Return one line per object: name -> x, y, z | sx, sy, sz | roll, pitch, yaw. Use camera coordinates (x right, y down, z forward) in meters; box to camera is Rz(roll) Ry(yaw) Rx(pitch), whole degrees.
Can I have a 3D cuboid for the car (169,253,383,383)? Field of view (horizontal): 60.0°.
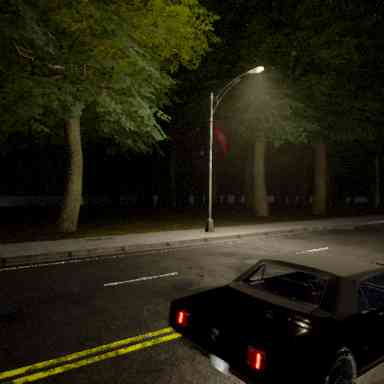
car -> 2.118, 1.606, 4.925 | 4.718, 1.301, 1.895 | 0, 0, -35
